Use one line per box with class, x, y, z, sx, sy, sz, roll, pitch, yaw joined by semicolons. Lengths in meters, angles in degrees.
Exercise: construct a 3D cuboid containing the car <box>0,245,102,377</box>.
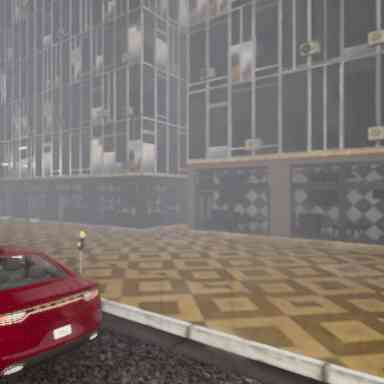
car;-3.358;1.527;5.269;4.507;1.381;1.887;0;0;35
